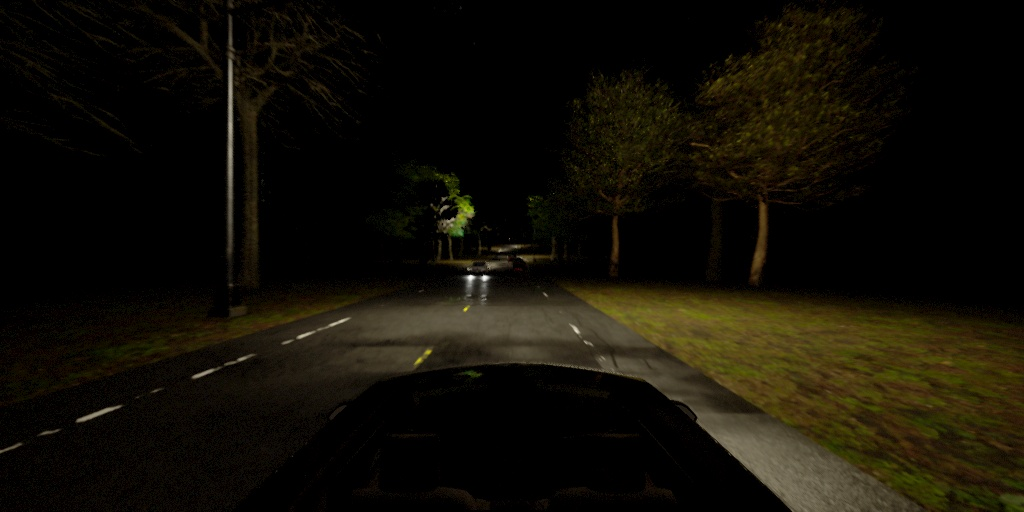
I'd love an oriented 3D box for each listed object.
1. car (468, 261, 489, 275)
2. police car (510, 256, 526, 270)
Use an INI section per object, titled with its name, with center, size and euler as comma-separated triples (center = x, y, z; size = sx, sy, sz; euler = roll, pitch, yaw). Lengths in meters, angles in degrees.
[car]
center = -3.576, 1.313, 39.136
size = 1.812, 1.442, 4.674
euler = 0, 0, 0
[police car]
center = 1.045, 1.173, 52.058
size = 1.930, 1.638, 5.238
euler = 0, 0, 0
